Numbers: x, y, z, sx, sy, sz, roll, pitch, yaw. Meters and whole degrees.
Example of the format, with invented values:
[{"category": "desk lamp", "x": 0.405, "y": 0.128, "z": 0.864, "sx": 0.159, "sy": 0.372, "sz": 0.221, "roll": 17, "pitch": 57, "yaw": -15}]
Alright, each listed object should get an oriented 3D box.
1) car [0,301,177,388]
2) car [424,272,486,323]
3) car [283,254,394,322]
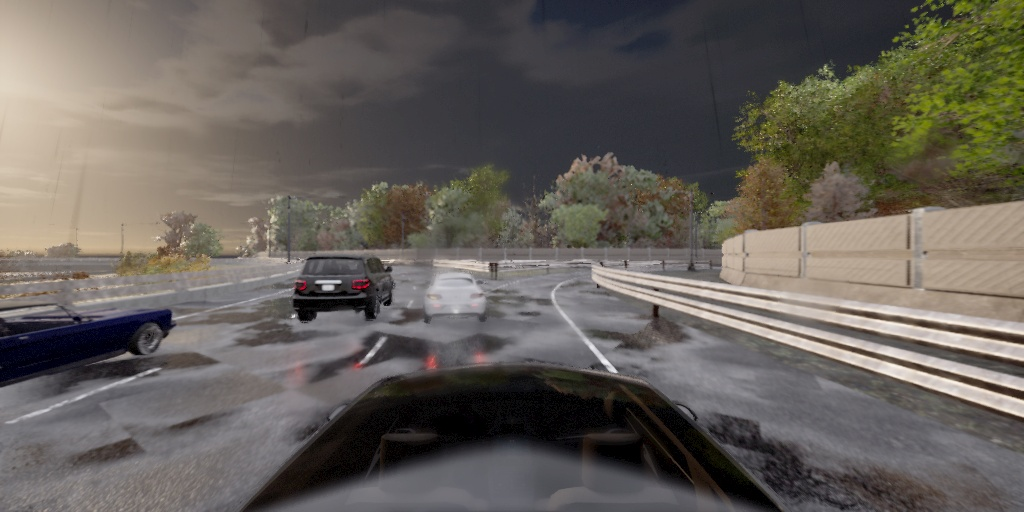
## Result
[{"category": "car", "x": -7.940, "y": 1.344, "z": 5.539, "sx": 1.895, "sy": 1.301, "sz": 4.718, "roll": 0, "pitch": 0, "yaw": -7}, {"category": "car", "x": -1.919, "y": 1.254, "z": 12.067, "sx": 1.812, "sy": 1.442, "sz": 4.674, "roll": 0, "pitch": 0, "yaw": -10}, {"category": "car", "x": -5.519, "y": 0.950, "z": 12.430, "sx": 2.150, "sy": 2.045, "sz": 5.566, "roll": 0, "pitch": 0, "yaw": -11}]
